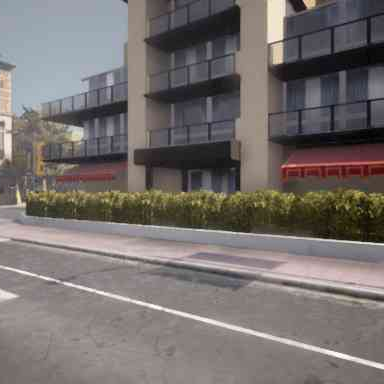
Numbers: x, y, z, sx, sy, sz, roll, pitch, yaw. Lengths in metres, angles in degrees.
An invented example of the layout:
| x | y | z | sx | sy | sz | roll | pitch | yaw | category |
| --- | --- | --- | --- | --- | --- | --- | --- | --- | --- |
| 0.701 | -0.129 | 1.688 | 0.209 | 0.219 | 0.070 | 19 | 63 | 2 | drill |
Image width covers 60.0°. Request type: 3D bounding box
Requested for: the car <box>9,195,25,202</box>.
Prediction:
| x | y | z | sx | sy | sz | roll | pitch | yaw | category |
| --- | --- | --- | --- | --- | --- | --- | --- | --- | --- |
| -40.135 | 1.470 | 73.993 | 4.892 | 1.521 | 2.231 | 0 | 0 | 35 | car |
